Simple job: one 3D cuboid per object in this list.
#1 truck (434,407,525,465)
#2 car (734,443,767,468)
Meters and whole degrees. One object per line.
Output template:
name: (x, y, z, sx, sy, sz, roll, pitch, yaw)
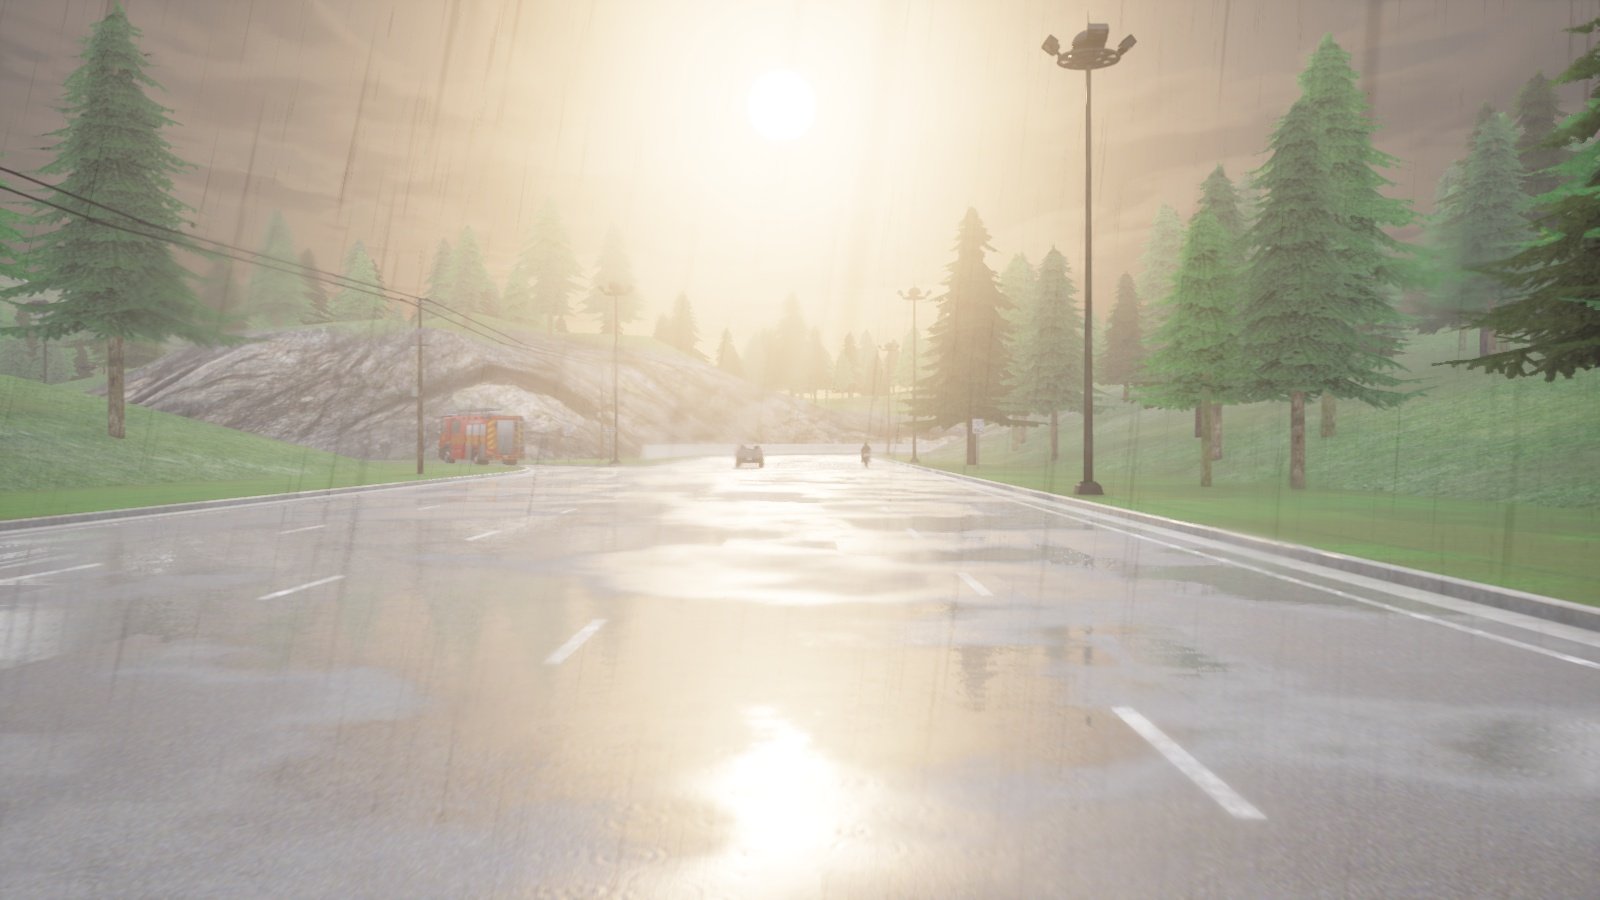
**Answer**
truck: (-22.157, -0.923, 86.465, 2.891, 3.827, 8.468, 0, 0, -38)
car: (-3.043, 0.320, 77.671, 1.845, 1.501, 3.633, 0, 0, 0)
